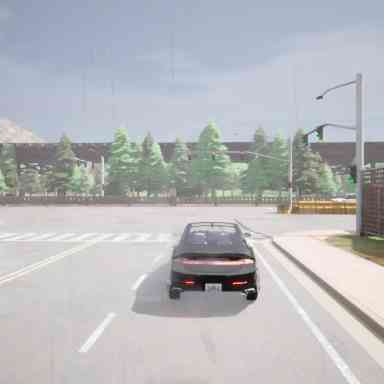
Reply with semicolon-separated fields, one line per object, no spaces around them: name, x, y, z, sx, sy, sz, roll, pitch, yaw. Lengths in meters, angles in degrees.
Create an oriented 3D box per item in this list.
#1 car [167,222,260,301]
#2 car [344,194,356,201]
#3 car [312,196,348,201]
car;0.511;1.492;8.374;2.128;1.511;4.902;0;0;3
car;19.831;1.222;41.332;5.566;2.045;2.150;0;0;2
car;14.550;1.491;37.950;4.902;1.511;2.128;0;0;1
